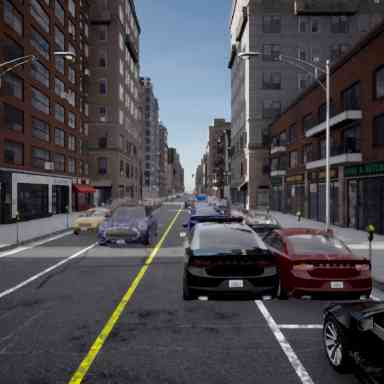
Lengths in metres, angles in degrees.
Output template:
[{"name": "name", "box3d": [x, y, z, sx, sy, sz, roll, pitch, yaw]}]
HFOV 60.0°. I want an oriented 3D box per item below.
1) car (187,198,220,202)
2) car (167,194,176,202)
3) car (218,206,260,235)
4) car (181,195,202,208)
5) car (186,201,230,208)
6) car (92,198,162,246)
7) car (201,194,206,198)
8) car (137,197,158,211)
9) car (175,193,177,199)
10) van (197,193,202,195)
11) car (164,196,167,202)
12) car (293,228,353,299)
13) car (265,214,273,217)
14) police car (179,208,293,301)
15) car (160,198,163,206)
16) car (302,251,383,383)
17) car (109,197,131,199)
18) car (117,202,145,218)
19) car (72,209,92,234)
[{"name": "car", "box3d": [0.779, 1.481, 24.423, 1.882, 1.535, 5.008, 0, 0, 0]}, {"name": "car", "box3d": [-5.535, 1.562, 79.455, 2.008, 1.369, 4.403, 0, 0, 0]}, {"name": "car", "box3d": [2.601, 1.584, 19.284, 1.802, 1.307, 4.206, 0, 0, 0]}, {"name": "car", "box3d": [-0.063, 1.498, 46.417, 2.128, 1.511, 4.902, 0, 0, 0]}, {"name": "car", "box3d": [0.790, 1.480, 18.423, 1.882, 1.535, 5.008, 0, 0, 0]}, {"name": "car", "box3d": [-2.777, 1.353, 15.255, 2.097, 1.767, 4.553, 0, 0, 0]}, {"name": "car", "box3d": [2.550, 1.447, 46.878, 1.967, 1.590, 4.097, 0, 0, 0]}, {"name": "car", "box3d": [-5.465, 1.446, 41.337, 1.967, 1.590, 4.097, 0, 0, 0]}, {"name": "car", "box3d": [-5.545, 1.556, 85.136, 1.887, 1.381, 4.507, 0, 0, 0]}, {"name": "van", "box3d": [2.490, 1.352, 79.478, 1.690, 1.788, 3.998, 0, 0, 0]}, {"name": "car", "box3d": [-5.485, 1.559, 52.373, 2.008, 1.369, 4.403, 0, 0, 0]}, {"name": "car", "box3d": [2.621, 1.545, 8.246, 1.887, 1.381, 4.507, 0, 0, 0]}, {"name": "car", "box3d": [2.611, 1.552, 13.765, 2.008, 1.369, 4.403, 0, 0, 0]}, {"name": "police car", "box3d": [0.712, 1.426, 8.514, 1.930, 1.638, 5.238, 0, 0, -2]}, {"name": "car", "box3d": [-5.475, 1.532, 46.685, 1.752, 1.417, 4.829, 0, 0, 0]}, {"name": "car", "box3d": [2.632, 1.566, 2.727, 1.947, 1.339, 4.313, 0, 0, 0]}, {"name": "car", "box3d": [-5.434, 1.318, 24.781, 2.192, 1.841, 5.009, 0, 0, 0]}, {"name": "car", "box3d": [-5.444, 1.586, 30.300, 1.802, 1.307, 4.206, 0, 0, 0]}, {"name": "car", "box3d": [-5.419, 1.527, 19.095, 1.752, 1.417, 4.829, 0, 0, 0]}]
